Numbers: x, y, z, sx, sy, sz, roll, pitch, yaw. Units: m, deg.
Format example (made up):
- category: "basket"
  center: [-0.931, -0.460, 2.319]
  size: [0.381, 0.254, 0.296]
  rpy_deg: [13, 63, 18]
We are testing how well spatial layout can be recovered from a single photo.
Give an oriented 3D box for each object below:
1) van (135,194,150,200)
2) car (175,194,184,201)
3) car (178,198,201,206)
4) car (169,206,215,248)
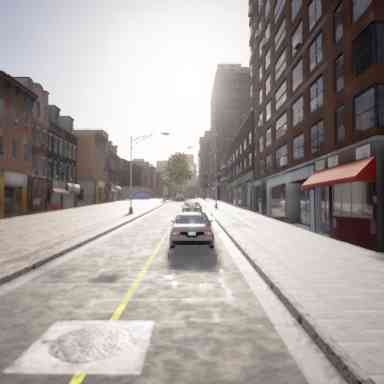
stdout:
- category: "van"
  center: [-12.926, 1.345, 87.157]
  size: [3.998, 1.788, 1.690]
  rpy_deg: [0, -2, 0]
- category: "car"
  center: [-2.751, 1.275, 73.815]
  size: [1.882, 1.535, 5.008]
  rpy_deg: [0, 0, 0]
- category: "car"
  center: [0.000, 1.537, 29.673]
  size: [2.033, 1.411, 5.357]
  rpy_deg: [0, 0, 0]
- category: "car"
  center: [0.000, 1.568, 14.661]
  size: [2.033, 1.411, 5.357]
  rpy_deg: [0, 0, 0]
